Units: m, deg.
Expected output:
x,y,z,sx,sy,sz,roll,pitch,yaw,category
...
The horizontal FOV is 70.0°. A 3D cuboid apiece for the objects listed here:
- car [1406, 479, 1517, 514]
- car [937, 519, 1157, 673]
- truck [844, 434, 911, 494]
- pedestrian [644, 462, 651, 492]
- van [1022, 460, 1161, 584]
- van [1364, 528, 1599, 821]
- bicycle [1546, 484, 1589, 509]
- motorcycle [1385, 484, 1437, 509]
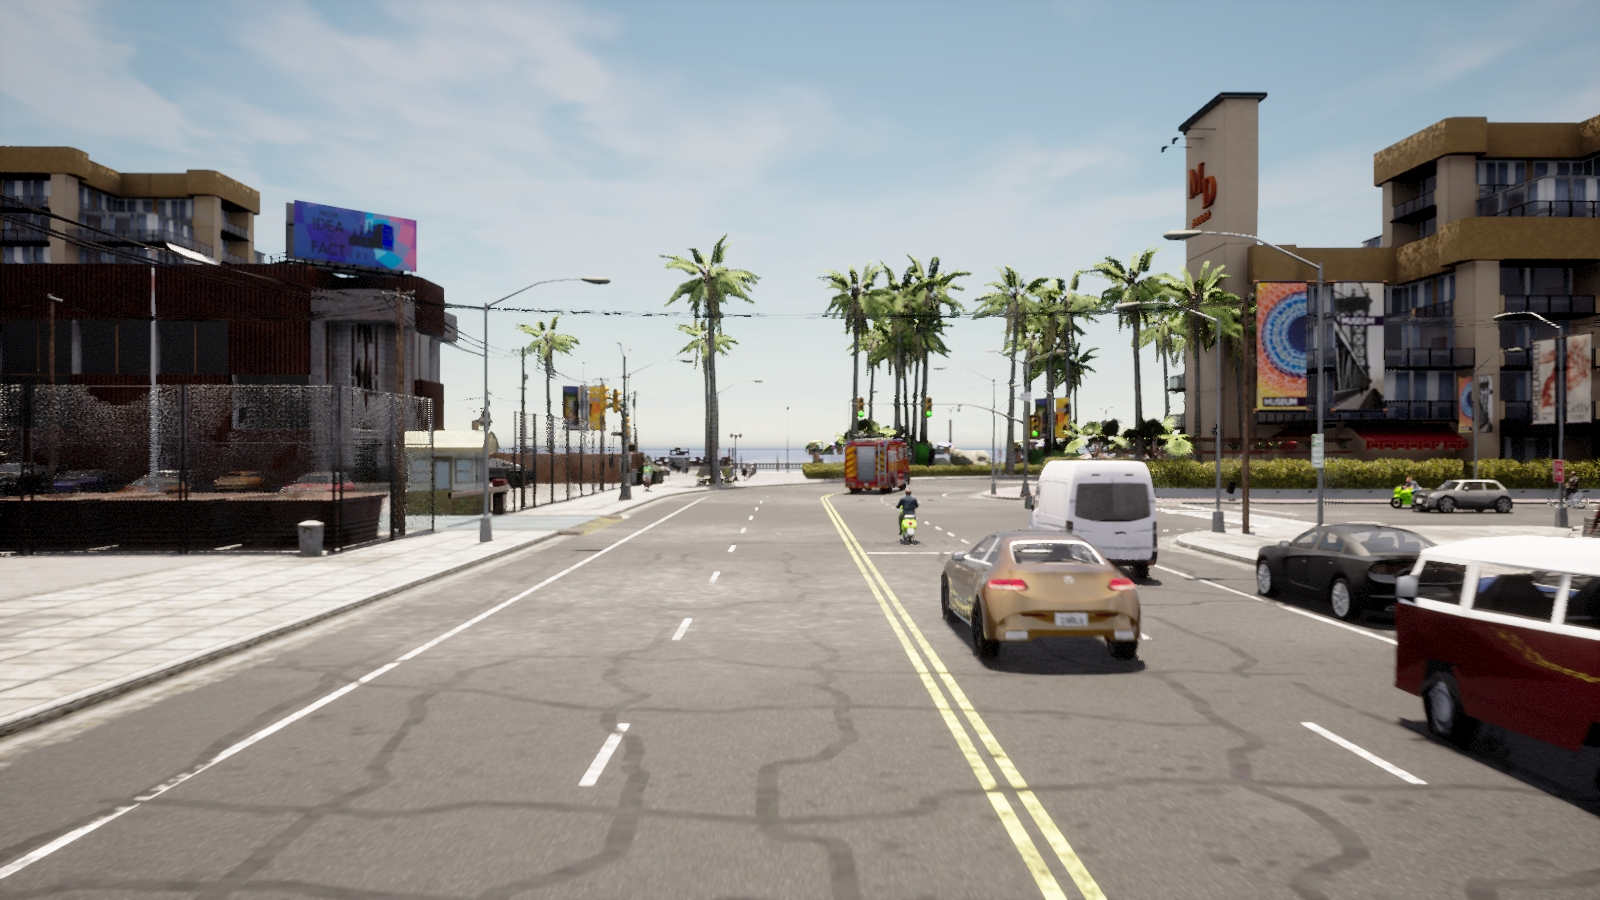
x,y,z,sx,sy,sz,roll,pitch,yaw,category
29.469,2.064,50.957,3.806,1.475,1.970,0,0,-1,car
3.415,1.992,16.921,2.152,1.651,5.027,0,0,0,car
5.360,0.890,77.498,2.891,3.827,8.468,0,0,15,truck
-9.568,1.696,71.798,0.375,1.860,0.375,0,0,6,pedestrian
6.698,1.534,26.941,1.988,2.561,5.915,0,0,2,van
6.956,1.769,9.705,2.069,2.038,4.480,0,-2,0,van
36.657,2.210,54.576,1.835,1.171,0.329,0,0,-1,bicycle
29.123,2.213,54.472,2.033,1.145,0.803,0,0,-1,motorcycle
